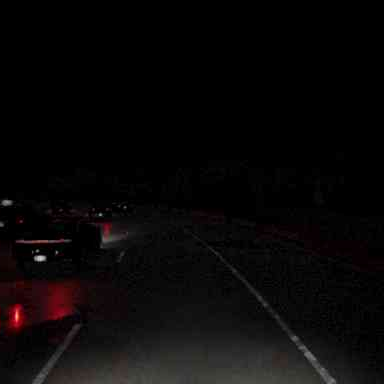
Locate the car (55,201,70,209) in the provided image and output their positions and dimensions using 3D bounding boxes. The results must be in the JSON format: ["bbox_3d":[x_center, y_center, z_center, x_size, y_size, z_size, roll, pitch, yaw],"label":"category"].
[{"bbox_3d":[-14.828,1.718,37.616,2.128,1.511,4.902,0,0,-22],"label":"car"}]

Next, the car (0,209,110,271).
[{"bbox_3d":[-4.302,1.560,11.243,2.128,1.511,4.902,0,0,-6],"label":"car"}]

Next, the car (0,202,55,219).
[{"bbox_3d":[-8.638,1.458,16.583,2.097,1.767,4.553,0,0,-9],"label":"car"}]

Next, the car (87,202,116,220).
[{"bbox_3d":[-8.192,1.661,29.505,2.128,1.511,4.902,0,0,-17],"label":"car"}]

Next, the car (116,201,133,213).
[{"bbox_3d":[-8.591,1.790,40.732,1.994,1.385,4.181,0,0,-23],"label":"car"}]
